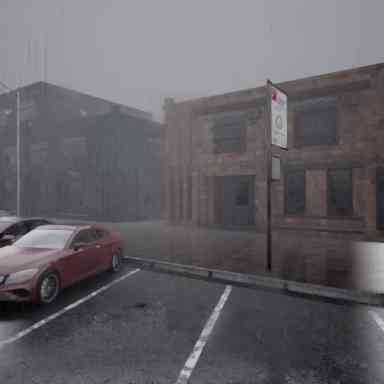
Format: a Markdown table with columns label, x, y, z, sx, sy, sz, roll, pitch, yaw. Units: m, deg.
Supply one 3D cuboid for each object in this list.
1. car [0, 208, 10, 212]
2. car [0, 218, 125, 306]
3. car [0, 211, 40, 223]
| label | x | y | z | sx | sy | sz | roll | pitch | yaw |
| --- | --- | --- | --- | --- | --- | --- | --- | --- | --- |
| car | -8.206 | 1.365 | 11.724 | 2.185 | 1.767 | 4.553 | 1 | -1 | 15 |
| car | -3.274 | 1.527 | 8.287 | 2.002 | 1.452 | 4.674 | 1 | -1 | 15 |
| car | -5.754 | 1.517 | 9.960 | 2.163 | 1.488 | 4.792 | 1 | -1 | 15 |
